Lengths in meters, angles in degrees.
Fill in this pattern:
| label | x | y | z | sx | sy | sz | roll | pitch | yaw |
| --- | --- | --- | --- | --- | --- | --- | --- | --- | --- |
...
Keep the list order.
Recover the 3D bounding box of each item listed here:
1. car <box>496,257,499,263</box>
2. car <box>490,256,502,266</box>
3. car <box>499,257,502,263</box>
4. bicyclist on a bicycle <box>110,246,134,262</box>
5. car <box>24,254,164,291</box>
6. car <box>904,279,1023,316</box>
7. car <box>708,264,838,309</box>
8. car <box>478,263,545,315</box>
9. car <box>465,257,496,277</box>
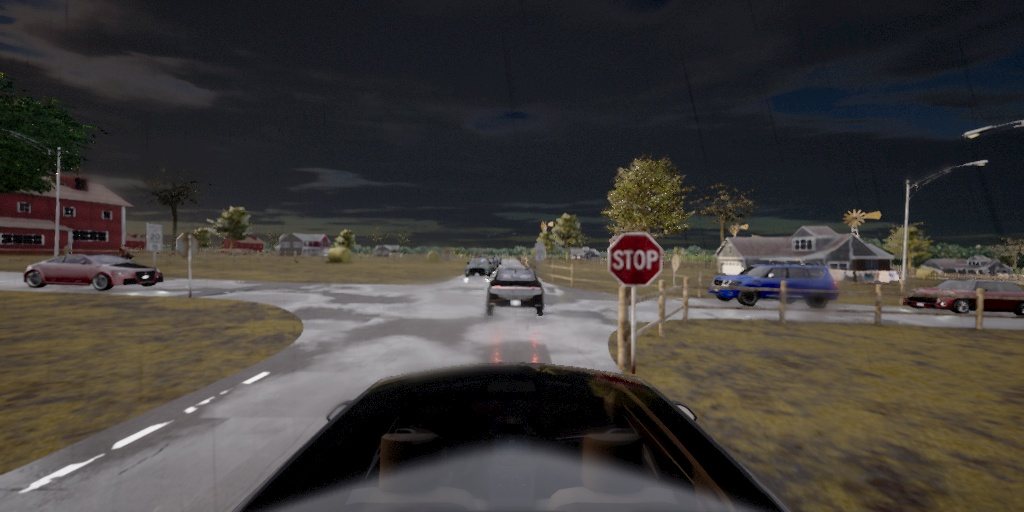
| label | x | y | z | sx | sy | sz | roll | pitch | yaw |
| --- | --- | --- | --- | --- | --- | --- | --- | --- | --- |
| car | -2.833 | 0.976 | 41.404 | 1.837 | 1.490 | 4.892 | 0 | 0 | 0 |
| car | -2.753 | 0.849 | 62.012 | 1.837 | 1.490 | 4.892 | 0 | 0 | 0 |
| car | -2.824 | 0.954 | 51.692 | 2.033 | 1.411 | 5.357 | 0 | 0 | 1 |
| bicyclist on a bicycle | -22.616 | 0.263 | 20.837 | 0.582 | 1.620 | 1.656 | 2 | 0 | 0 |
| car | -17.158 | 0.608 | 14.858 | 4.181 | 1.385 | 1.994 | 2 | 0 | 0 |
| car | 22.596 | 1.922 | 17.863 | 4.553 | 1.767 | 2.097 | 2 | 0 | 0 |
| car | 12.885 | 1.406 | 17.854 | 5.566 | 2.045 | 2.150 | 2 | 0 | 0 |
| car | 0.121 | 1.189 | 13.104 | 2.128 | 1.511 | 4.902 | 1 | 0 | 0 |
| car | -2.846 | 0.892 | 31.501 | 2.097 | 1.767 | 4.553 | 0 | 0 | 0 |
